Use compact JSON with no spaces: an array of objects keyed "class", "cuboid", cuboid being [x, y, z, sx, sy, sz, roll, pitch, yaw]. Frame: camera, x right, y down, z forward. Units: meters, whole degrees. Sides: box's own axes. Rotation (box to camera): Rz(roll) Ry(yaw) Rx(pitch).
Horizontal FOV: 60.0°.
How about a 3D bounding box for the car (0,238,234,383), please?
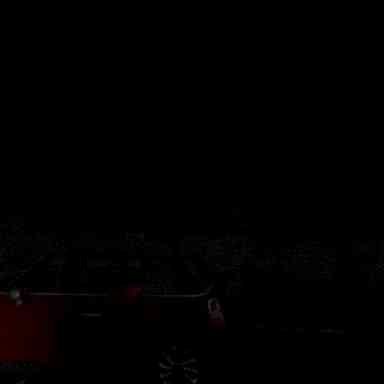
[{"class":"car","cuboid":[-1.509,1.406,4.590,4.097,1.590,1.967,0,0,6]}]
